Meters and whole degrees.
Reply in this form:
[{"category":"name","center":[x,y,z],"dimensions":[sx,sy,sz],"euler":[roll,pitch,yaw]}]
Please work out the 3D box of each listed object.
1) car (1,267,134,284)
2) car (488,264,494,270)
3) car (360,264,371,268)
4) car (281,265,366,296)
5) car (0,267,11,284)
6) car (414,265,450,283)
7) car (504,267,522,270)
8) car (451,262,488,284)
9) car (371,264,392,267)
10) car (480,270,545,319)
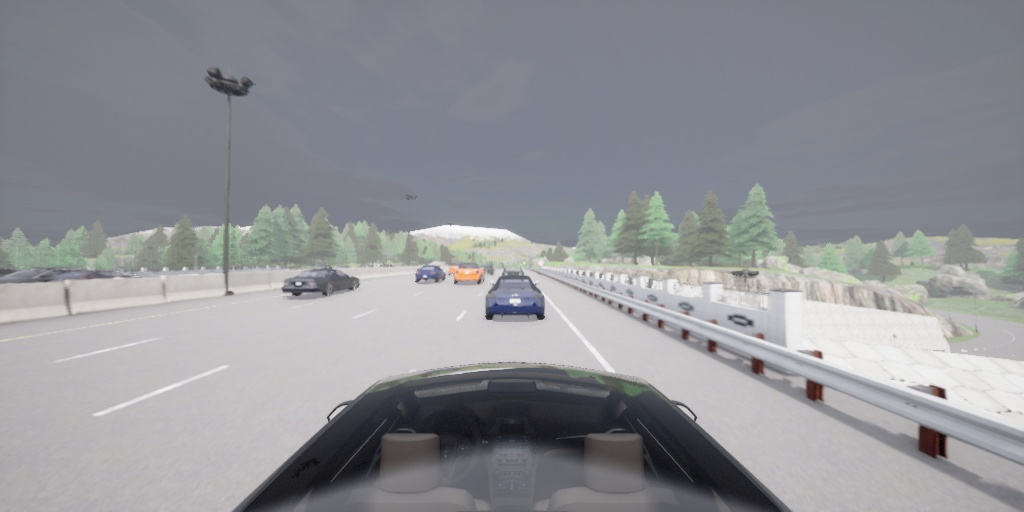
[{"category":"car","center":[-21.102,1.409,17.667],"dimensions":[1.994,1.385,4.181],"euler":[0,0,0]},{"category":"car","center":[-3.408,1.814,49.360],"dimensions":[2.128,1.511,4.902],"euler":[0,-1,0]},{"category":"car","center":[-24.534,2.058,59.760],"dimensions":[2.128,1.511,4.902],"euler":[0,-1,1]},{"category":"car","center":[-10.404,1.410,19.982],"dimensions":[2.033,1.411,5.357],"euler":[0,0,0]},{"category":"car","center":[-24.601,1.345,18.898],"dimensions":[2.128,1.511,4.902],"euler":[0,0,0]},{"category":"car","center":[-6.906,1.498,30.739],"dimensions":[1.812,1.442,4.674],"euler":[0,-1,0]},{"category":"car","center":[0.093,1.591,32.150],"dimensions":[1.895,1.301,4.718],"euler":[0,-1,0]},{"category":"car","center":[-3.406,1.308,29.390],"dimensions":[2.097,1.767,4.553],"euler":[0,-1,0]},{"category":"car","center":[-21.035,2.054,59.297],"dimensions":[1.837,1.490,4.892],"euler":[0,-1,1]},{"category":"car","center":[0.098,1.384,13.195],"dimensions":[1.994,1.385,4.181],"euler":[0,0,0]}]
